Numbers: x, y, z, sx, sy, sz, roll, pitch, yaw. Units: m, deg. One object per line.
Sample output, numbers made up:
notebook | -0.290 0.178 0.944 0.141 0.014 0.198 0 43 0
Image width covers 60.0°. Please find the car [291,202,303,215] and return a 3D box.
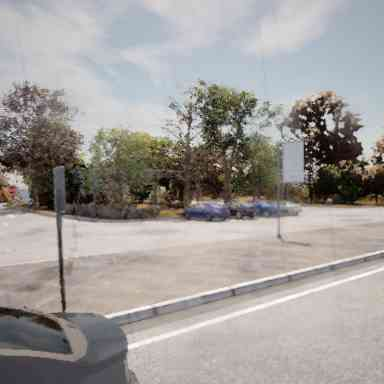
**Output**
car | 8.979 1.617 33.666 2.002 1.452 4.674 0 0 -37

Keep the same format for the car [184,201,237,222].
car | 1.218 1.628 27.851 2.002 1.452 4.674 0 0 -37

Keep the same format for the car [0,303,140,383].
car | -2.602 1.532 1.595 4.892 1.490 1.837 0 -1 -37

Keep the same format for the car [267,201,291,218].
car | 6.454 1.581 31.785 2.097 1.535 5.008 0 0 -37

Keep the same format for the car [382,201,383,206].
car | 31.778 1.551 50.743 2.097 1.535 5.008 0 0 -37

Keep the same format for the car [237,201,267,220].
car | 3.841 1.585 29.813 2.231 1.521 4.892 0 0 -37
